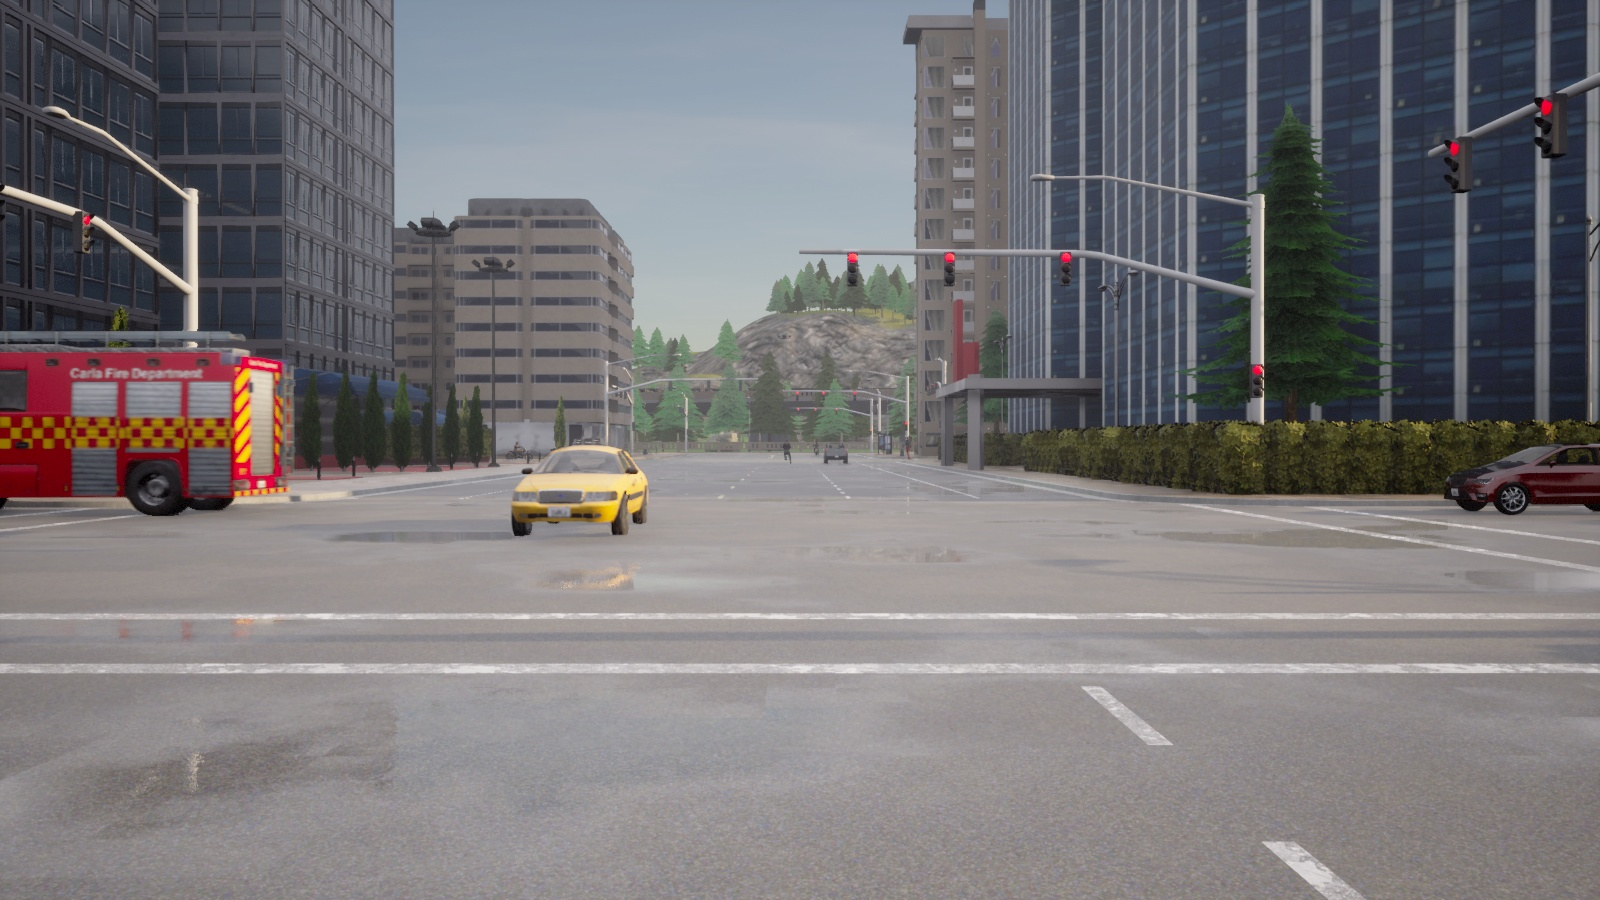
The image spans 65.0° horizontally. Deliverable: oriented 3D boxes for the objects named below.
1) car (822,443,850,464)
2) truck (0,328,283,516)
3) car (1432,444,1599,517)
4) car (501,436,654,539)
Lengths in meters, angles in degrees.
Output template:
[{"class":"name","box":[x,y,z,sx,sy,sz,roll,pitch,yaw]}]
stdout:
[{"class":"car","box":[2.553,0.252,90.334,1.845,1.501,3.633,0,0,-1]},{"class":"truck","box":[-15.938,-0.583,26.974,8.468,3.827,2.891,0,0,0]},{"class":"car","box":[15.923,0.623,26.546,4.193,1.474,1.816,0,0,0]},{"class":"car","box":[-3.704,0.559,21.808,1.801,1.575,5.366,0,0,-1]}]
